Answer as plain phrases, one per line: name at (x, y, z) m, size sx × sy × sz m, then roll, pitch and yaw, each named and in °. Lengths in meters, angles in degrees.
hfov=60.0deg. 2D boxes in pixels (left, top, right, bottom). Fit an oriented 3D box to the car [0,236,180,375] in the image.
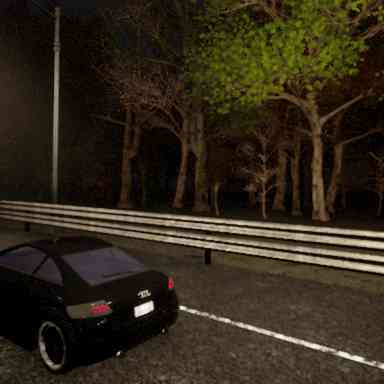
car at (-2.248, 1.433, 5.493) m, size 4.181 × 1.385 × 1.994 m, roll 2°, pitch 1°, yaw 36°
